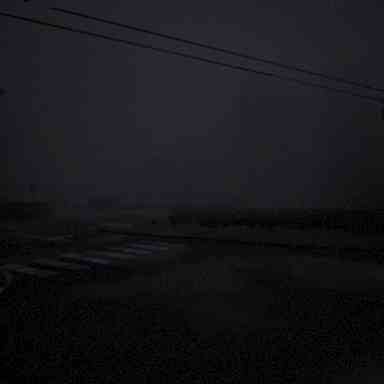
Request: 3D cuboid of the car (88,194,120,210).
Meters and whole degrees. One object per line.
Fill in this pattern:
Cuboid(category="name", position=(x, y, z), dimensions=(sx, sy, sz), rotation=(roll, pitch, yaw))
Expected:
Cuboid(category="car", position=(-11.837, 1.396, 44.805), dimensions=(1.932, 1.855, 4.605), rotation=(0, 0, 28))

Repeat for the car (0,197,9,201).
Cuboid(category="car", position=(-31.889, 1.513, 54.968), dimensions=(1.784, 1.438, 3.905), rotation=(0, 0, 28))

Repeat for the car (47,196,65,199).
Cuboid(category="car", position=(-27.041, 1.535, 66.944), dimensions=(1.816, 1.474, 4.193), rotation=(0, 0, 28))

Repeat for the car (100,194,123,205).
Cuboid(category="car", position=(-14.802, 1.400, 61.258), dimensions=(1.905, 1.878, 3.866), rotation=(0, 0, 28))

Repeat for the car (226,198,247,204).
Cuboid(category="car", position=(6.699, 1.668, 50.142), dimensions=(2.242, 1.667, 4.611), rotation=(0, 0, 28))
